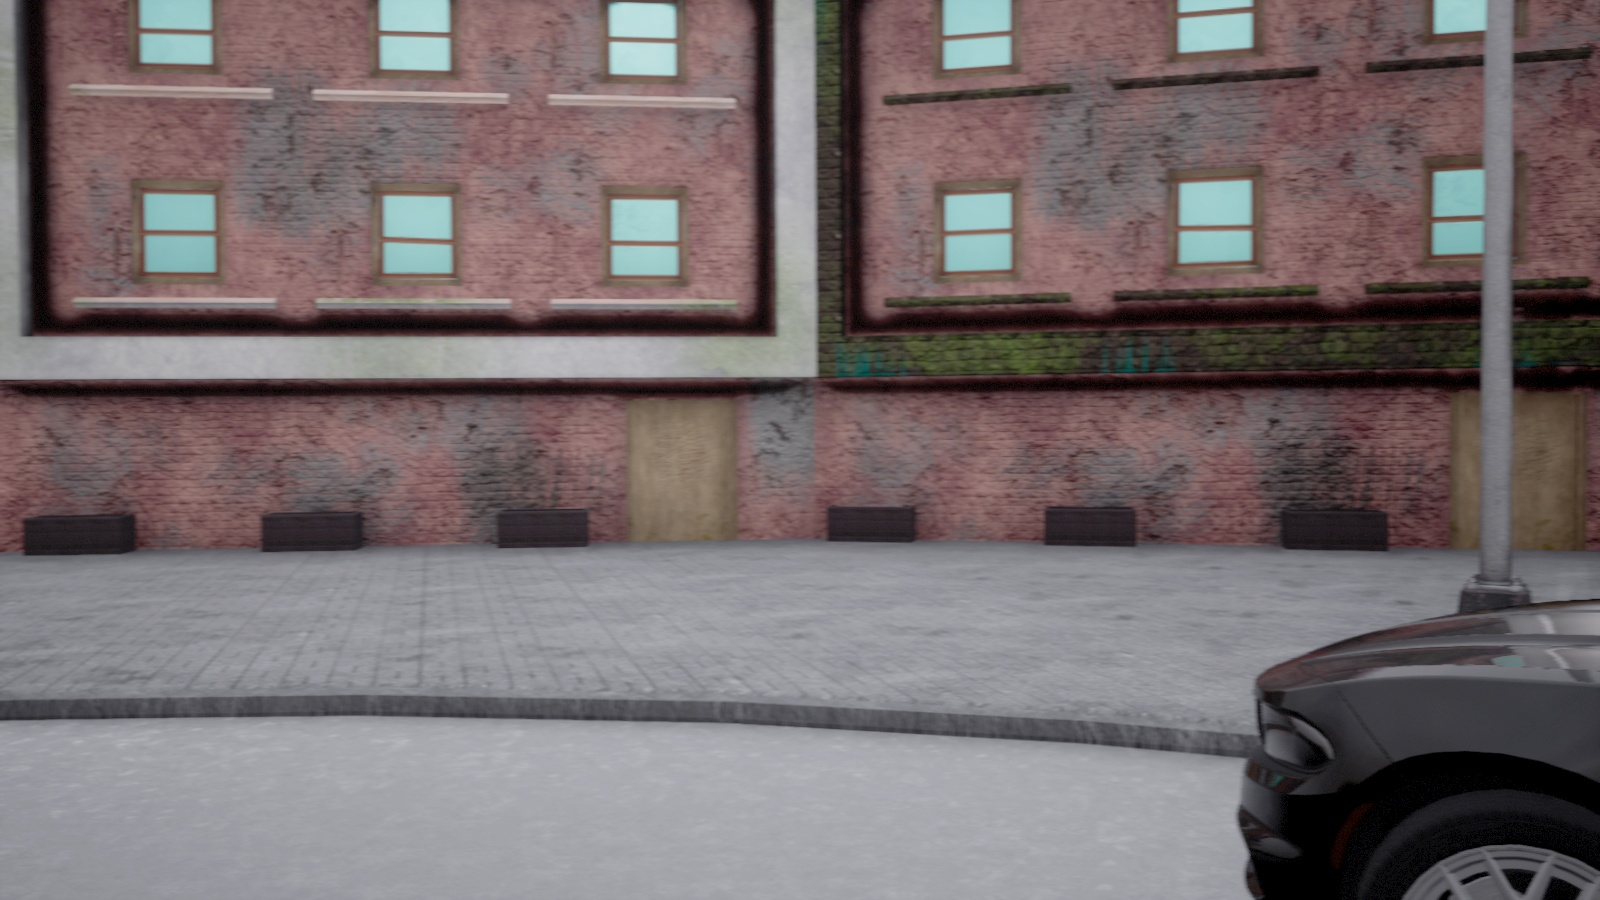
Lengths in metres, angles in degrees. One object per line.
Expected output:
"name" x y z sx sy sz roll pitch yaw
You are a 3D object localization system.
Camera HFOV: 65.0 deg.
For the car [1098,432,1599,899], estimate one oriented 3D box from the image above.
"car" 3.280 0.749 2.383 5.008 1.535 1.882 1 2 44
